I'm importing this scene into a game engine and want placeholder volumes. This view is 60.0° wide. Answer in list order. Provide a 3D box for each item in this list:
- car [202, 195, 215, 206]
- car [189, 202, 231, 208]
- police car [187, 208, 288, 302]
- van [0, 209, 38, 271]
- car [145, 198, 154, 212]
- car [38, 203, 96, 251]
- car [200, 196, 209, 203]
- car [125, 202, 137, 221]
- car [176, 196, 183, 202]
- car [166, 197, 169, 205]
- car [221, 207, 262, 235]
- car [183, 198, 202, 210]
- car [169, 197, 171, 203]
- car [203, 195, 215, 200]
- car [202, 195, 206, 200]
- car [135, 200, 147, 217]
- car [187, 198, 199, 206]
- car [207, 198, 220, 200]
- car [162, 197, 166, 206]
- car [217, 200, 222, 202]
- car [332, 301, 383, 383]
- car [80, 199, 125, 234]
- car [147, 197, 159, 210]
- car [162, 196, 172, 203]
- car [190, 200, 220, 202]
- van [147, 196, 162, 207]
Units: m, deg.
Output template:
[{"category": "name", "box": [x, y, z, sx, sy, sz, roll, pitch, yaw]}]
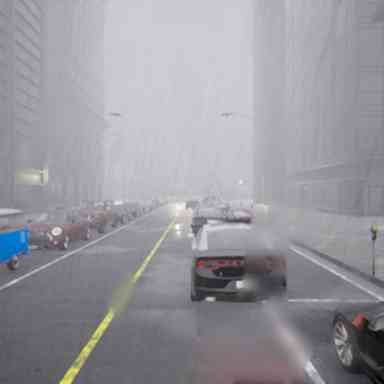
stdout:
[{"category": "car", "box": [2.859, 1.452, 59.114, 2.192, 1.841, 5.009, 0, 0, 0]}, {"category": "car", "box": [0.930, 1.516, 18.362, 1.882, 1.535, 5.008, 0, 0, 0]}, {"category": "police car", "box": [0.913, 1.443, 8.472, 1.930, 1.638, 5.238, 0, 0, 0]}, {"category": "van", "box": [-5.754, 1.358, 8.396, 1.690, 1.788, 3.998, 0, 0, 0]}, {"category": "car", "box": [-5.704, 1.628, 36.578, 2.008, 1.369, 4.403, 0, 0, 0]}, {"category": "car", "box": [-5.743, 1.469, 14.032, 1.967, 1.590, 4.097, 0, 0, 0]}, {"category": "car", "box": [2.889, 1.630, 76.022, 1.967, 1.590, 4.097, 0, 0, 0]}, {"category": "car", "box": [-5.723, 1.618, 25.306, 1.947, 1.339, 4.313, 0, 0, 0]}, {"category": "car", "box": [-2.861, 1.709, 80.002, 1.837, 1.490, 4.892, 0, -1, 0]}, {"category": "car", "box": [-5.664, 1.719, 59.125, 1.802, 1.307, 4.206, 0, 0, 0]}, {"category": "car", "box": [2.792, 1.623, 19.660, 1.802, 1.307, 4.206, 0, 0, 0]}, {"category": "car", "box": [0.102, 1.601, 44.474, 1.837, 1.490, 4.892, 0, 0, 1]}, {"category": "car", "box": [-5.655, 1.720, 64.762, 1.947, 1.339, 4.313, 0, 0, 0]}, {"category": "car", "box": [2.831, 1.531, 42.206, 1.967, 1.590, 4.097, 0, 0, 0]}, {"category": "car", "box": [2.849, 1.436, 53.477, 2.192, 1.841, 5.009, 0, 0, 0]}, {"category": "car", "box": [-5.713, 1.630, 30.942, 1.947, 1.339, 4.313, 0, 0, 0]}, {"category": "car", "box": [0.098, 1.696, 57.388, 1.994, 1.385, 4.181, 0, 0, 0]}, {"category": "car", "box": [2.821, 1.659, 36.569, 1.802, 1.307, 4.206, 0, 0, 0]}, {"category": "car", "box": [-5.675, 1.646, 53.318, 1.752, 1.417, 4.829, 0, 0, 0]}, {"category": "car", "box": [2.812, 1.647, 30.933, 1.802, 1.307, 4.206, 0, 0, 0]}, {"category": "car", "box": [2.762, 1.571, 2.751, 1.947, 1.339, 4.313, 0, 0, 0]}, {"category": "car", "box": [-5.734, 1.356, 19.669, 2.192, 1.841, 5.009, 0, 0, 0]}, {"category": "car", "box": [-5.694, 1.673, 42.216, 1.802, 1.307, 4.206, 0, 0, 0]}, {"category": "car", "box": [-5.635, 1.740, 76.035, 2.008, 1.369, 4.403, 0, 0, 0]}, {"category": "car", "box": [0.941, 1.577, 24.362, 1.812, 1.442, 4.674, 0, 0, 0]}, {"category": "van", "box": [-5.685, 1.447, 47.853, 1.690, 1.788, 3.998, 0, 0, 0]}]
